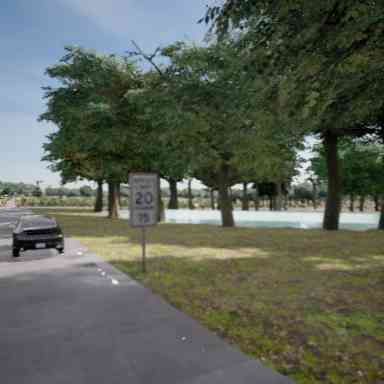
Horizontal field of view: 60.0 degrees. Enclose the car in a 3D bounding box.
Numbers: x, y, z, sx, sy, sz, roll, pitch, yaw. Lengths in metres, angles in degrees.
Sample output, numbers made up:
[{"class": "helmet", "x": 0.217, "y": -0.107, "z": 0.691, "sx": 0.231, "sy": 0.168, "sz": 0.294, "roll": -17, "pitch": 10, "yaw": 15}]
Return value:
[{"class": "car", "x": -6.735, "y": 1.776, "z": 14.495, "sx": 1.837, "sy": 1.490, "sz": 4.892, "roll": 0, "pitch": -1, "yaw": -28}]
